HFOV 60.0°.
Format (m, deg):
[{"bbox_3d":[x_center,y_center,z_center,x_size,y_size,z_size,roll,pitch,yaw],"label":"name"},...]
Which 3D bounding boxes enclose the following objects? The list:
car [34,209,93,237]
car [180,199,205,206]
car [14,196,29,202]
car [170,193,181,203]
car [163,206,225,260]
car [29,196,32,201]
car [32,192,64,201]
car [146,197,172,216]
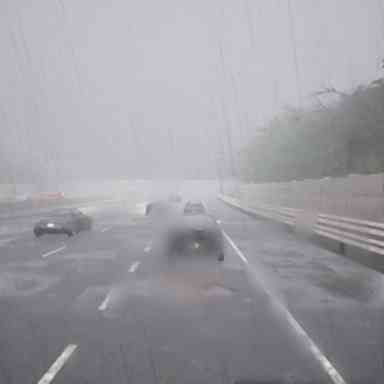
[{"bbox_3d":[-6.867,1.590,18.192,1.994,1.385,4.181,0,0,0],"label":"car"},{"bbox_3d":[0.200,1.530,31.809,2.128,1.511,4.902,0,0,0],"label":"car"},{"bbox_3d":[-27.730,1.332,55.314,1.812,1.442,4.674,0,1,1],"label":"car"},{"bbox_3d":[-3.109,1.021,62.628,2.097,1.767,4.553,0,1,1],"label":"car"},{"bbox_3d":[0.116,1.496,12.505,1.882,1.535,5.008,0,0,0],"label":"car"},{"bbox_3d":[-24.236,1.029,55.219,2.150,2.045,5.566,0,1,1],"label":"car"},{"bbox_3d":[-20.828,1.125,49.052,2.150,2.045,5.566,0,1,1],"label":"car"},{"bbox_3d":[-3.391,1.513,33.271,1.882,1.535,5.008,0,0,0],"label":"car"}]
